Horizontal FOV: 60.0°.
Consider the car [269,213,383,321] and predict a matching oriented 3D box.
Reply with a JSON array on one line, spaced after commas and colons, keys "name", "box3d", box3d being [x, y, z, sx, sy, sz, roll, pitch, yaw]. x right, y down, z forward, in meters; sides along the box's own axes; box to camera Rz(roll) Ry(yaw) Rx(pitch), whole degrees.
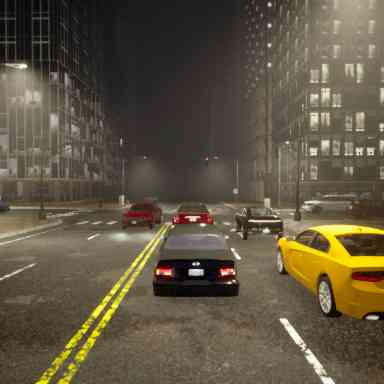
[{"name": "car", "box3d": [3.323, 1.474, 7.447, 1.882, 1.535, 5.008, 0, 0, 0]}]

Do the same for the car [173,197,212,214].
[{"name": "car", "box3d": [0.033, 1.342, 18.034, 2.097, 1.767, 4.553, 0, 0, 0]}]

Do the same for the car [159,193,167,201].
[{"name": "car", "box3d": [-6.778, 1.504, 67.556, 1.994, 1.385, 4.181, 0, 0, 0]}]

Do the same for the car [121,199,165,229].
[{"name": "car", "box3d": [-3.129, 1.464, 21.465, 1.882, 1.535, 5.008, 0, 0, 4]}]

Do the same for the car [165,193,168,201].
[{"name": "car", "box3d": [-6.801, 1.150, 78.305, 2.150, 2.045, 5.566, 0, 0, 0]}]

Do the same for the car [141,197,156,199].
[{"name": "car", "box3d": [-6.785, 1.565, 48.378, 1.895, 1.301, 4.718, 0, 0, 0]}]

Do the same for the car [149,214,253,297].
[{"name": "car", "box3d": [0.066, 1.543, 8.719, 2.033, 1.411, 5.357, 0, 0, 0]}]

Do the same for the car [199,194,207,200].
[{"name": "car", "box3d": [2.905, 1.291, 89.808, 1.994, 1.385, 4.181, 0, 0, 0]}]

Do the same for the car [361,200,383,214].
[{"name": "car", "box3d": [21.669, 1.641, 36.960, 4.829, 1.417, 1.752, 1, 0, 1]}]

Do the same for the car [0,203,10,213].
[{"name": "car", "box3d": [-20.035, 1.316, 31.696, 5.008, 1.535, 1.882, 1, 1, 1]}]

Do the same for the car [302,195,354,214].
[{"name": "car", "box3d": [14.364, 1.316, 34.458, 5.566, 2.045, 2.150, 1, 1, 1]}]

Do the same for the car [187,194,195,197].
[{"name": "car", "box3d": [-0.306, 1.466, 79.761, 1.994, 1.385, 4.181, 0, 0, 0]}]

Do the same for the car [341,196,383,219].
[{"name": "car", "box3d": [16.092, 1.518, 28.652, 5.009, 1.841, 2.192, 1, 0, 1]}]

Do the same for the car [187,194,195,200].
[{"name": "car", "box3d": [-0.345, 1.291, 89.797, 1.994, 1.385, 4.181, 0, 0, 0]}]

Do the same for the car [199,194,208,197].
[{"name": "car", "box3d": [2.945, 1.269, 79.743, 2.097, 1.767, 4.553, 0, 0, 0]}]

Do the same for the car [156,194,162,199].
[{"name": "car", "box3d": [-6.795, 1.554, 57.551, 1.895, 1.301, 4.718, 0, 0, 0]}]

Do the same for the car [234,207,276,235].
[{"name": "car", "box3d": [3.277, 1.482, 16.864, 2.128, 1.511, 4.902, 0, 0, 1]}]
